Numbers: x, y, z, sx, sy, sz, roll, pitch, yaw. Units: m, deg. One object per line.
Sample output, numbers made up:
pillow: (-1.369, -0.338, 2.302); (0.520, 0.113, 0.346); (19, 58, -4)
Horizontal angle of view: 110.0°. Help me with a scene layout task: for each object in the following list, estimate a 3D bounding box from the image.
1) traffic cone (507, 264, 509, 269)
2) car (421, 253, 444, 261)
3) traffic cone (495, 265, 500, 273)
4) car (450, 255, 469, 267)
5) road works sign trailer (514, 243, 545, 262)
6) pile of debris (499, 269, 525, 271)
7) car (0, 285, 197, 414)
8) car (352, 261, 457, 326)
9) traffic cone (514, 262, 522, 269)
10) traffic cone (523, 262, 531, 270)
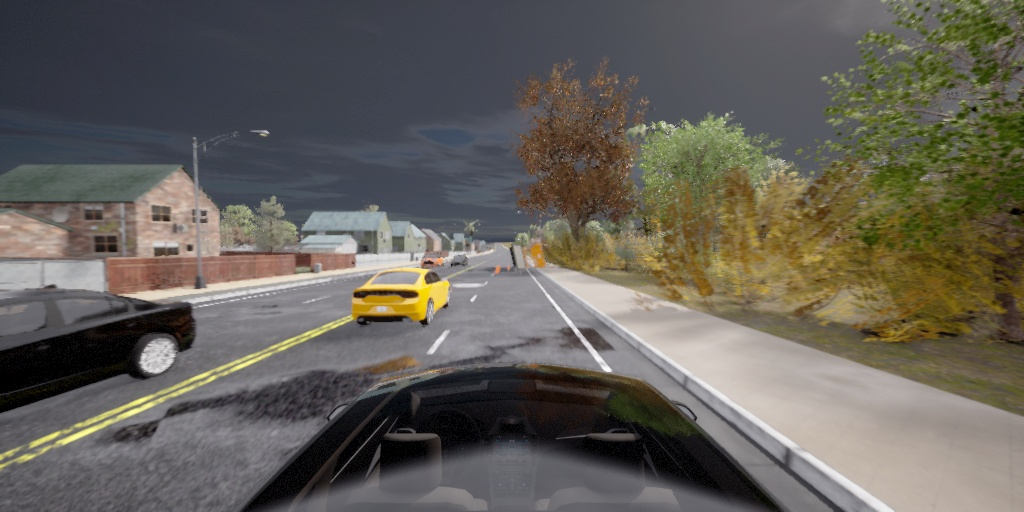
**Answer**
traffic cone: (-0.389, 1.174, 38.375); (0.340, 0.580, 0.340); (0, 0, 0)
car: (-9.830, 0.479, 44.519); (2.097, 1.767, 4.553); (0, 1, 0)
traffic cone: (-1.387, 1.262, 32.375); (0.340, 0.580, 0.340); (0, 0, 0)
car: (-6.580, 0.619, 45.216); (1.837, 1.490, 4.892); (0, 1, 0)
road works sign trailer: (2.302, -1.487, 34.509); (2.880, 3.560, 2.380); (0, 0, -37)
pile of debris: (-0.020, 1.472, 32.389); (1.860, 0.140, 1.500); (0, 0, 0)
car: (-6.599, 1.191, 4.312); (1.882, 1.535, 5.008); (0, 1, 0)
car: (-3.152, 1.093, 11.155); (1.882, 1.535, 5.008); (0, 1, 0)
traffic cone: (0.611, 1.174, 38.375); (0.340, 0.580, 0.340); (0, 0, 0)
traffic cone: (1.611, 1.174, 38.375); (0.340, 0.580, 0.340); (0, 0, 0)
